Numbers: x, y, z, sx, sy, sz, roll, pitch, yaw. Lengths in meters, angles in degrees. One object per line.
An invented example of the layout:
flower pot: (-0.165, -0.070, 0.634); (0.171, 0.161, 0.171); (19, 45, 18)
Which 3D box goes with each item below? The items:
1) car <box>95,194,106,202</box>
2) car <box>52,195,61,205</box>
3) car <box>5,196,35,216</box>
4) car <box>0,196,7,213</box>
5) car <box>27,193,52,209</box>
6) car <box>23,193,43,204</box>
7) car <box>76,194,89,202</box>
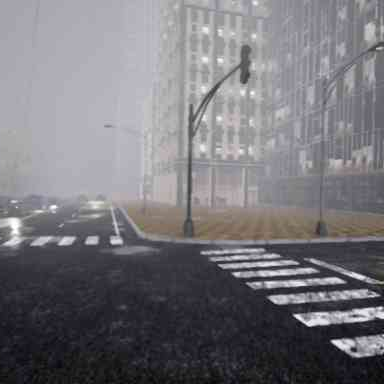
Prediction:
car: (-16.671, 1.069, 61.015); (1.882, 1.535, 5.008); (1, 0, -14)
car: (-19.961, 1.134, 47.474); (1.895, 1.301, 4.718); (1, 0, -14)
car: (-15.129, 1.250, 28.291); (1.895, 1.301, 4.718); (1, 0, -14)
car: (-12.838, 1.199, 19.359); (2.128, 1.511, 4.902); (1, 0, -15)
car: (-17.382, 1.072, 37.175); (1.882, 1.535, 5.008); (1, 0, -14)
car: (-24.103, 0.953, 50.622); (1.837, 1.490, 4.892); (1, -1, -14)
car: (-19.776, 1.092, 60.034); (1.994, 1.385, 4.181); (1, 0, -14)
